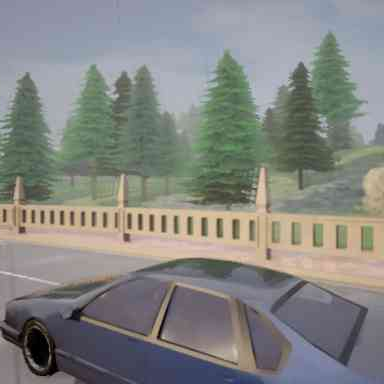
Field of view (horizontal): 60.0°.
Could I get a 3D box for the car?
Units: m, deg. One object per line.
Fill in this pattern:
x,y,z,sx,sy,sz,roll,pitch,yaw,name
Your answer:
-0.002,1.530,3.828,5.357,1.411,2.033,0,0,34,car
